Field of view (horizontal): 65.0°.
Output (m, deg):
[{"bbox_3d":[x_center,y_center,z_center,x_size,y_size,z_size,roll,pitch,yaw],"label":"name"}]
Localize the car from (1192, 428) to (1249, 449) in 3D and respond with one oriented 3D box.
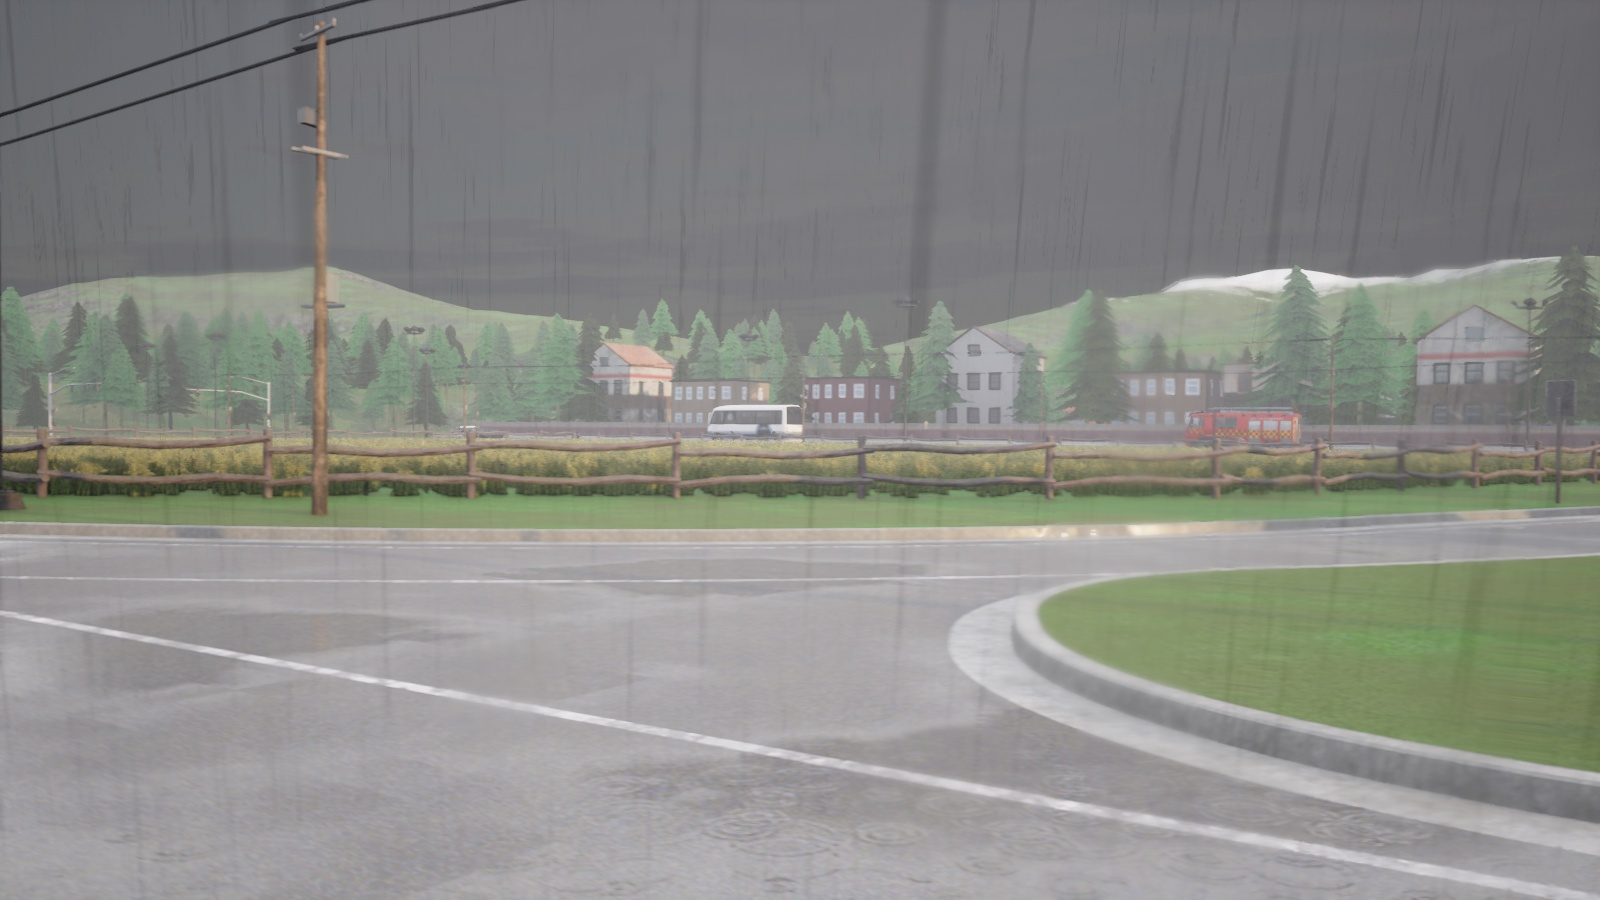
[{"bbox_3d":[31.527,-0.862,94.254,3.705,1.549,1.789,0,1,34],"label":"car"}]
